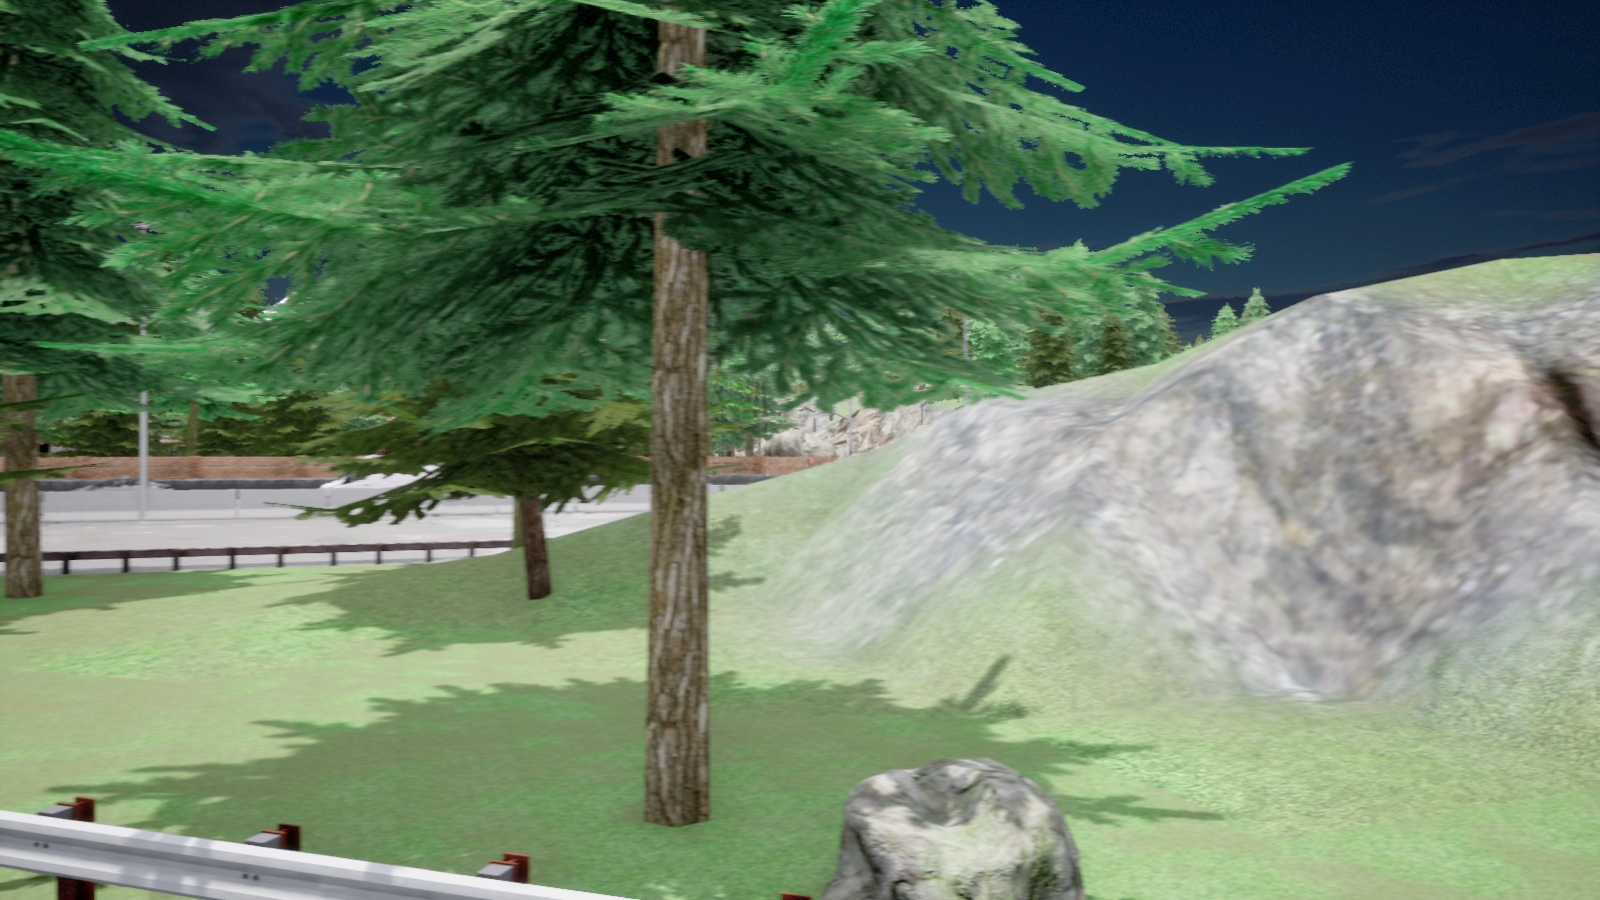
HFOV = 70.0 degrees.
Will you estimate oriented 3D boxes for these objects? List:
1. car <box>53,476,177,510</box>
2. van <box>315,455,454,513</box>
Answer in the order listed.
[{"bbox_3d":[-32.937,2.042,55.092,4.792,1.488,2.163,0,0,-18],"label":"car"},{"bbox_3d":[-19.027,1.513,52.490,5.915,2.561,1.988,0,0,-20],"label":"van"}]
